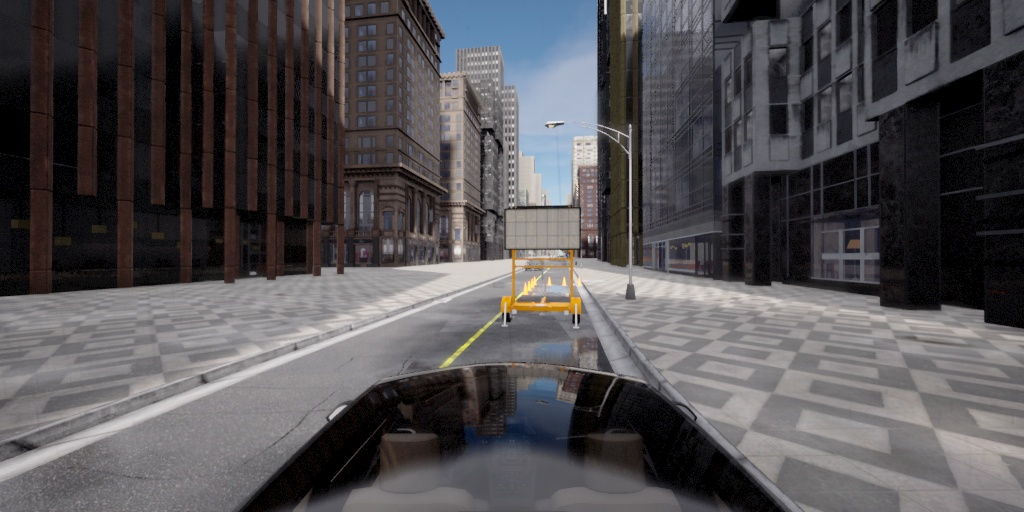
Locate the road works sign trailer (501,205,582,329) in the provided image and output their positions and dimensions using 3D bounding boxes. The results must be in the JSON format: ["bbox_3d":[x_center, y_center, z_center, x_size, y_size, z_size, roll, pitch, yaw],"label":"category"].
[{"bbox_3d":[0.976,0.211,11.411,2.380,3.560,2.880,0,0,8],"label":"road works sign trailer"}]

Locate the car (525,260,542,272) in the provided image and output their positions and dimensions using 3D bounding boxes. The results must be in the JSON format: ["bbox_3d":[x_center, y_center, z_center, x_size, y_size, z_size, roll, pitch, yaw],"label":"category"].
[{"bbox_3d":[2.821,1.033,45.644,2.097,1.767,4.553,0,0,8],"label":"car"}]
